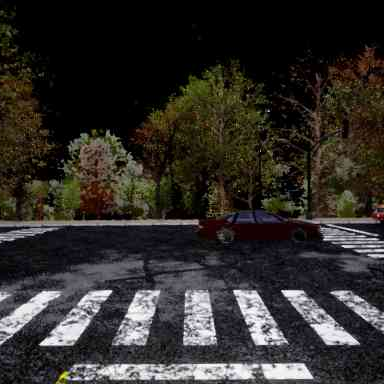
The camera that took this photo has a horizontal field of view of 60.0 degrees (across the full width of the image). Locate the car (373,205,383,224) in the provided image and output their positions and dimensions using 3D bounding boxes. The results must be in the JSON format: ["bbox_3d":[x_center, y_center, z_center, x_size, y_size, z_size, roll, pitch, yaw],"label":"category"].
[{"bbox_3d":[14.633,1.127,21.157,5.566,2.045,2.150,-1,-1,1],"label":"car"}]

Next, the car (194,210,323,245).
[{"bbox_3d":[2.779,1.484,14.624,5.357,1.411,2.033,-1,-1,1],"label":"car"}]
